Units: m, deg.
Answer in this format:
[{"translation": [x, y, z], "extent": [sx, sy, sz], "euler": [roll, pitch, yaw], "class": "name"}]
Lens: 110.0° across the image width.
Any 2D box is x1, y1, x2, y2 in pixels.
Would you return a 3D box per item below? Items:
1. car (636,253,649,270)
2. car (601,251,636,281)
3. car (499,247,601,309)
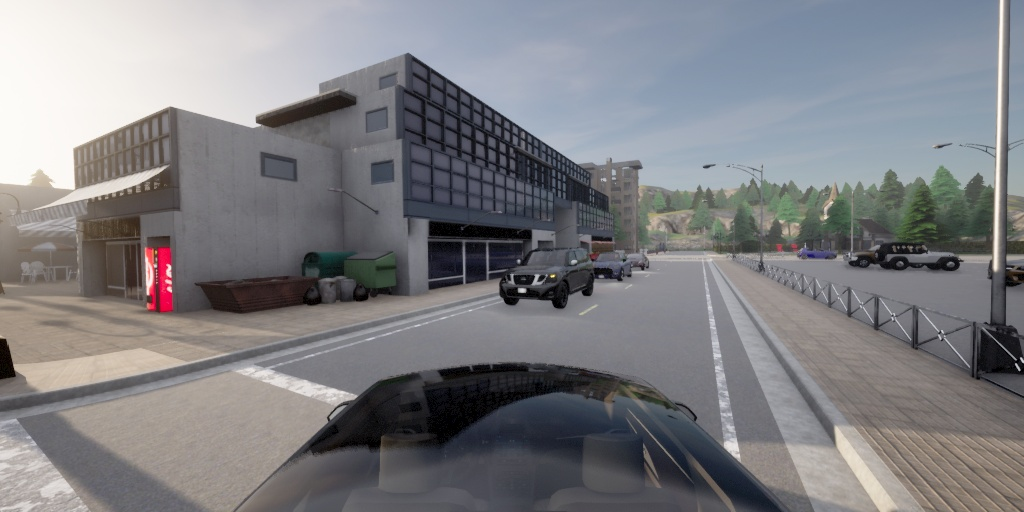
[{"translation": [10.959, 0.446, 31.715], "extent": [1.812, 1.442, 4.674], "euler": [0, 2, 28], "class": "car"}, {"translation": [6.188, 0.550, 22.663], "extent": [2.097, 1.767, 4.553], "euler": [0, 2, 28], "class": "car"}, {"translation": [1.607, 0.686, 13.959], "extent": [2.150, 2.045, 5.566], "euler": [0, 1, 28], "class": "car"}]
